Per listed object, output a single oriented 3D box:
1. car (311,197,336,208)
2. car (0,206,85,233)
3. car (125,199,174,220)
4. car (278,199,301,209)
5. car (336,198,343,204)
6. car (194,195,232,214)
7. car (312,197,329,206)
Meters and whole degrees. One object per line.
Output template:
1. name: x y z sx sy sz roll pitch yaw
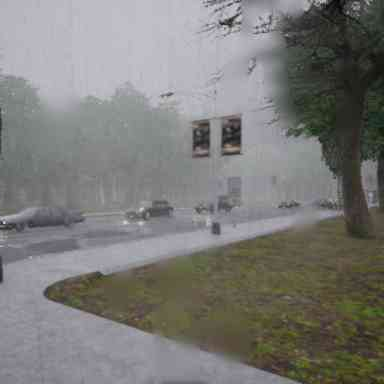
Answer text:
1. car: 19.319 1.667 49.426 2.033 1.411 5.357 0 0 36
2. car: -9.352 1.608 20.733 2.033 1.411 5.357 0 0 35
3. car: -3.617 1.427 28.775 2.097 1.767 4.553 0 0 35
4. car: 13.987 1.715 47.540 1.895 1.301 4.718 0 0 35
5. car: 26.760 1.669 59.856 1.812 1.442 4.674 0 0 37
6. car: 2.489 1.313 37.342 2.150 2.045 5.566 0 0 35
7. car: 23.554 1.671 60.967 1.812 1.442 4.674 0 0 35
